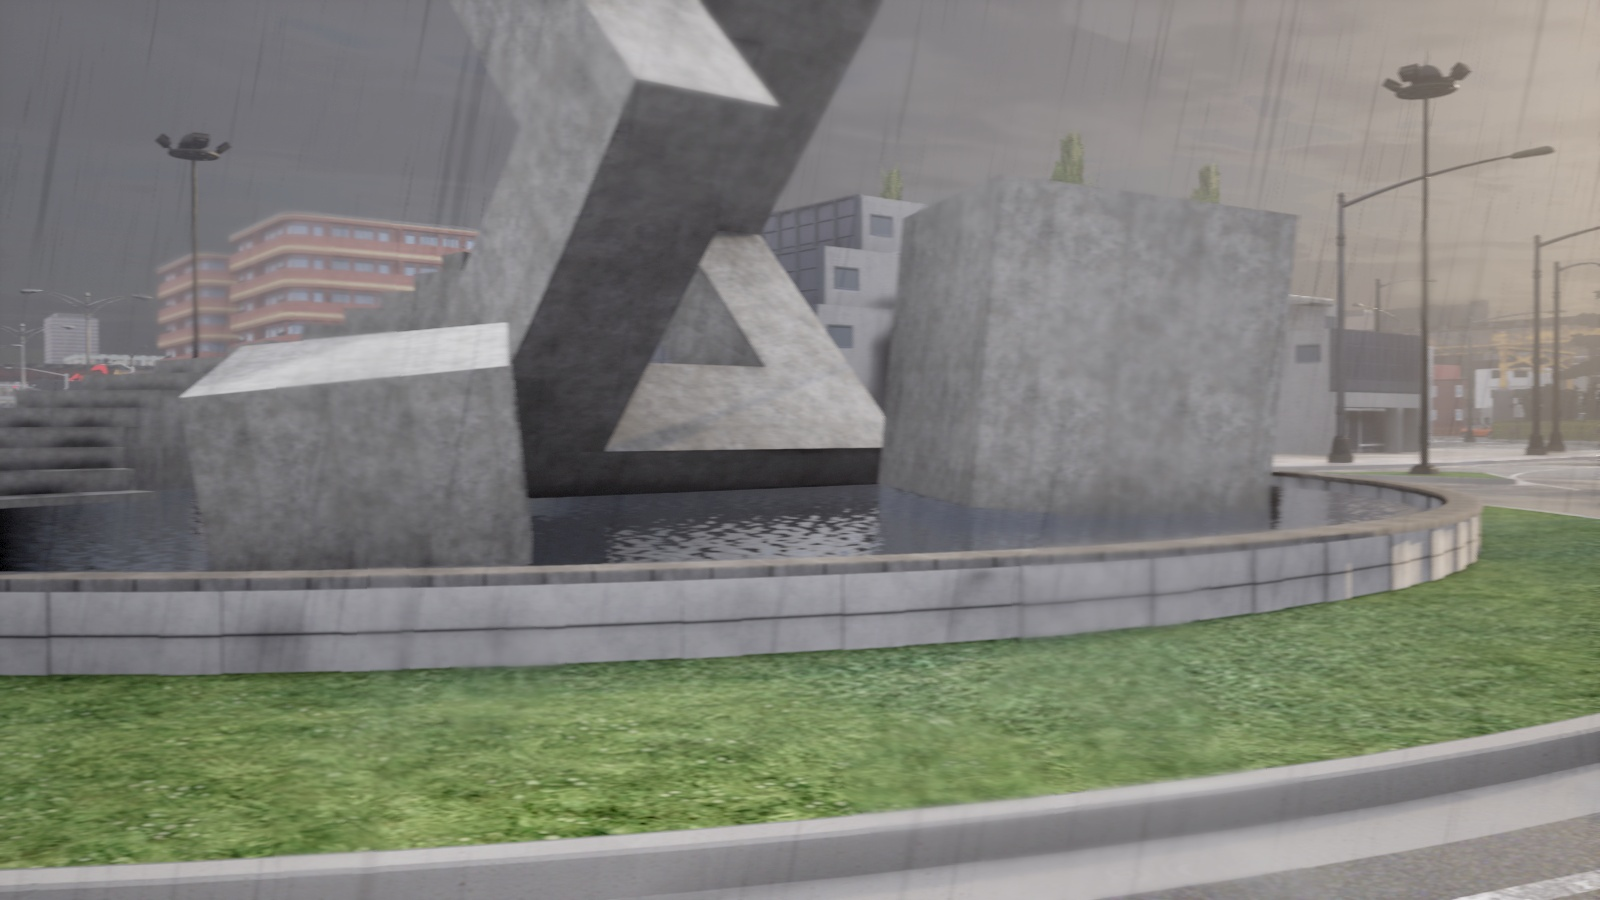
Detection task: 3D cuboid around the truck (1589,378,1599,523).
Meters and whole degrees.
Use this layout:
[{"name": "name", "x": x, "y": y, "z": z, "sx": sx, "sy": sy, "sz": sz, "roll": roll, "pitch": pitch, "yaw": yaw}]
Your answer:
[{"name": "truck", "x": 14.727, "y": 0.056, "z": 19.068, "sx": 2.627, "sy": 2.467, "sz": 5.204, "roll": 1, "pitch": 1, "yaw": 7}]
